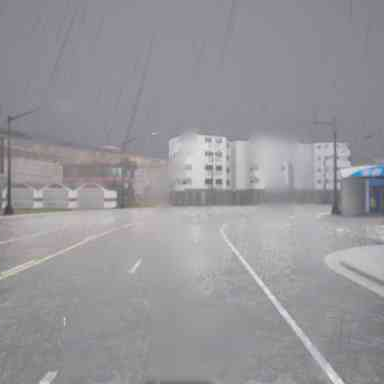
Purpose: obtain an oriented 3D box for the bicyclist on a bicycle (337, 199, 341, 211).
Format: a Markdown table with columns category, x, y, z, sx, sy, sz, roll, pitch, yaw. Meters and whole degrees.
| category | x | y | z | sx | sy | sz | roll | pitch | yaw |
| --- | --- | --- | --- | --- | --- | --- | --- | --- | --- |
| bicyclist on a bicycle | 17.456 | 1.659 | 39.455 | 0.582 | 1.620 | 1.656 | 0 | -1 | -34 |
